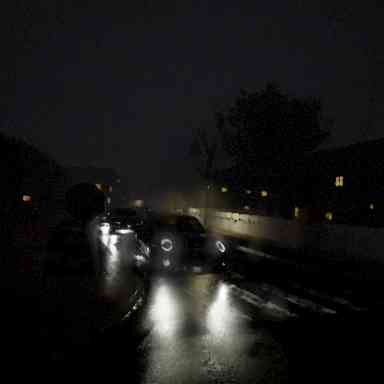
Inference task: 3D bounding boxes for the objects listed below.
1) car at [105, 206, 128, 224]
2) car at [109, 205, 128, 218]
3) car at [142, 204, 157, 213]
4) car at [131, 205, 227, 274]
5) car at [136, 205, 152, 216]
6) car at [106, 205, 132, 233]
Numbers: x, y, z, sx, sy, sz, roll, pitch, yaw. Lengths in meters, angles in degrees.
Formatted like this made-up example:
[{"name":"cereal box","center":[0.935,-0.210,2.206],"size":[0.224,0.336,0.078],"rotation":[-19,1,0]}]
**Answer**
[{"name":"car","center":[-7.072,2.099,31.312],"size":[1.895,1.301,4.718],"rotation":[4,-2,-12]},{"name":"car","center":[-9.004,2.334,41.153],"size":[1.895,1.301,4.718],"rotation":[4,-2,-8]},{"name":"car","center":[-7.473,2.962,58.991],"size":[1.994,1.385,4.181],"rotation":[4,-2,0]},{"name":"car","center":[-0.532,1.513,10.982],"size":[2.097,1.767,4.553],"rotation":[5,-2,-19]},{"name":"car","center":[-6.959,2.705,48.987],"size":[1.994,1.385,4.181],"rotation":[4,-2,-5]},{"name":"car","center":[-4.381,1.817,21.700],"size":[1.837,1.490,4.892],"rotation":[5,-3,-17]}]
